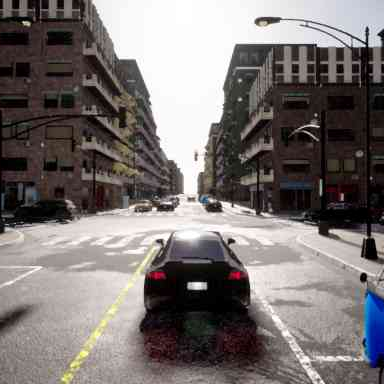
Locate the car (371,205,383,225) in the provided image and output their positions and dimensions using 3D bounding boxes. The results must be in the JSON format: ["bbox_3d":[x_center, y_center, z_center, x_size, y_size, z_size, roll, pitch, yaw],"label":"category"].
[{"bbox_3d":[13.505,1.583,19.829,4.313,1.339,1.947,0,-1,1],"label":"car"}]

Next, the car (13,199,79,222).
[{"bbox_3d":[-11.314,1.335,25.862,4.553,1.767,2.097,0,-1,1],"label":"car"}]

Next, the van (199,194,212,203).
[{"bbox_3d":[2.611,1.364,56.935,1.690,1.788,3.998,1,0,0],"label":"van"}]

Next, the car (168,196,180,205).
[{"bbox_3d":[-3.170,1.502,60.081,1.882,1.535,5.008,0,0,0],"label":"car"}]

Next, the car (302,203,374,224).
[{"bbox_3d":[10.935,1.596,25.475,4.902,1.511,2.128,0,-1,-3],"label":"car"}]

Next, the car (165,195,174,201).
[{"bbox_3d":[-5.820,1.590,85.134,2.008,1.369,4.403,1,0,0],"label":"car"}]

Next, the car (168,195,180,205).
[{"bbox_3d":[-3.180,1.497,49.704,1.882,1.535,5.008,0,0,0],"label":"car"}]

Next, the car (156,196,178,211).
[{"bbox_3d":[-3.168,1.579,40.987,1.994,1.385,4.181,0,0,0],"label":"car"}]

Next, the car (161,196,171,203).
[{"bbox_3d":[-5.800,1.577,73.849,1.887,1.381,4.507,1,0,0],"label":"car"}]

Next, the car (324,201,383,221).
[{"bbox_3d":[13.595,1.609,28.211,4.097,1.590,1.967,0,-1,1],"label":"car"}]

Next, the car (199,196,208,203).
[{"bbox_3d":[2.578,1.614,73.863,1.802,1.307,4.206,1,0,0],"label":"car"}]

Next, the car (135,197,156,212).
[{"bbox_3d":[-5.743,1.541,39.823,1.752,1.417,4.829,1,0,0],"label":"car"}]

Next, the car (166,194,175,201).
[{"bbox_3d":[-5.828,1.483,90.777,1.967,1.590,4.097,1,0,0],"label":"car"}]

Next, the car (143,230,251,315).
[{"bbox_3d":[0.088,1.566,7.663,1.994,1.385,4.181,0,0,0],"label":"car"}]

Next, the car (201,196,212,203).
[{"bbox_3d":[2.626,1.568,45.650,2.008,1.369,4.403,1,0,0],"label":"car"}]

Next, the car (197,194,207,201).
[{"bbox_3d":[2.564,1.354,85.148,2.192,1.841,5.009,1,0,0],"label":"car"}]

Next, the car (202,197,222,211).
[{"bbox_3d":[2.636,1.581,40.007,1.947,1.339,4.313,1,0,0],"label":"car"}]

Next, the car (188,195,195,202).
[{"bbox_3d":[-0.135,1.562,80.538,2.128,1.511,4.902,0,0,0],"label":"car"}]

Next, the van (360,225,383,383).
[{"bbox_3d":[2.670,1.342,2.061,1.690,1.788,3.998,1,0,0],"label":"van"}]

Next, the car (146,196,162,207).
[{"bbox_3d":[-5.761,1.460,51.278,1.967,1.590,4.097,1,0,0],"label":"car"}]

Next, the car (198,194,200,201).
[{"bbox_3d":[2.589,1.554,68.390,1.752,1.417,4.829,1,0,0],"label":"car"}]
